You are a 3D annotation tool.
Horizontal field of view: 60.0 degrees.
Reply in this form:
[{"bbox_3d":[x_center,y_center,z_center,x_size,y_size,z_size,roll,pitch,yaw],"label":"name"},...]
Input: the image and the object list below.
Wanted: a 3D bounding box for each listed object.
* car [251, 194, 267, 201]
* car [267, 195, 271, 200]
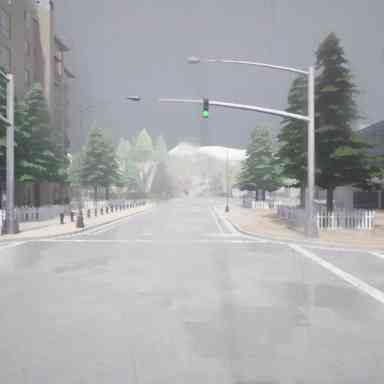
[{"bbox_3d":[15.768,1.408,78.591,1.845,1.501,3.633,0,0,2],"label":"car"},{"bbox_3d":[19.048,1.418,85.884,1.970,1.475,3.806,0,0,2],"label":"car"}]
